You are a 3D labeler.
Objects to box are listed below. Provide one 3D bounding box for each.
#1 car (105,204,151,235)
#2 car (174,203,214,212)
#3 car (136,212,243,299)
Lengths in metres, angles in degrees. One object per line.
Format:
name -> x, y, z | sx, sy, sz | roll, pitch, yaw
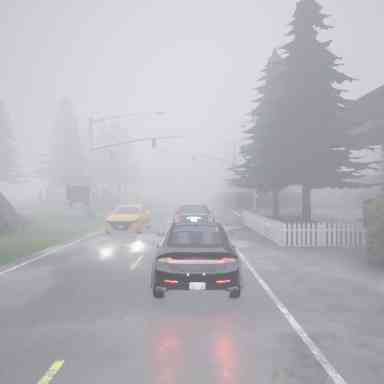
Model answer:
car -> -3.547, 1.475, 19.085 | 1.882, 1.535, 5.008 | 0, 0, 0
car -> 0.088, 1.350, 17.613 | 2.097, 1.767, 4.553 | 0, 0, 0
car -> 0.094, 1.491, 8.460 | 2.128, 1.511, 4.902 | 0, 0, 0
